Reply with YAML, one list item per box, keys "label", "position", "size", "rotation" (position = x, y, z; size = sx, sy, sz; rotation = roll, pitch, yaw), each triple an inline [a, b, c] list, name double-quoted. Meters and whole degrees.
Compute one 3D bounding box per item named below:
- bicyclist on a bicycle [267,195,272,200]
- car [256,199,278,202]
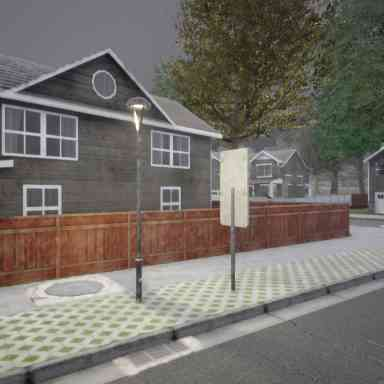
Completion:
- label: "bicyclist on a bicycle"
  position: [7.508, 1.130, 32.287]
  size: [0.582, 1.620, 1.656]
  rotation: [1, 1, 43]
- label: "car"
  position: [5.994, 1.342, 25.686]
  size: [5.008, 1.535, 1.882]
  rotation: [1, 1, 43]
